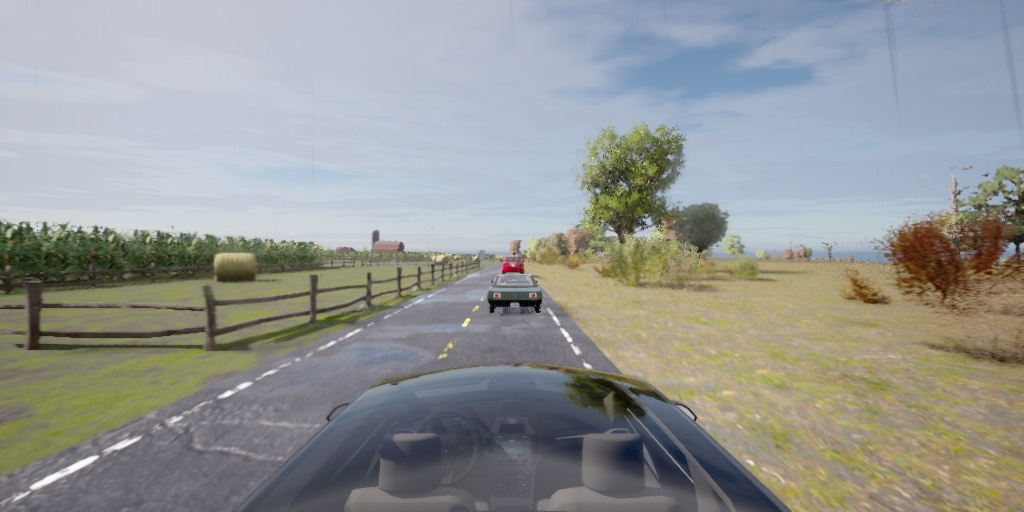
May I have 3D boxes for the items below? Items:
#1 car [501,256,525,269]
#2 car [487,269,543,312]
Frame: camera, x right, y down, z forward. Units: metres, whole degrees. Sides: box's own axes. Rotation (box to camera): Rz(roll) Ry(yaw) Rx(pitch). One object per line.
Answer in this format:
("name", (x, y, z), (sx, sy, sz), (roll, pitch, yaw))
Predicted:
("car", (0.105, 0.998, 36.171), (2.150, 2.045, 5.566), (0, 0, 0))
("car", (0.103, 1.355, 14.247), (1.895, 1.301, 4.718), (0, 0, 0))
